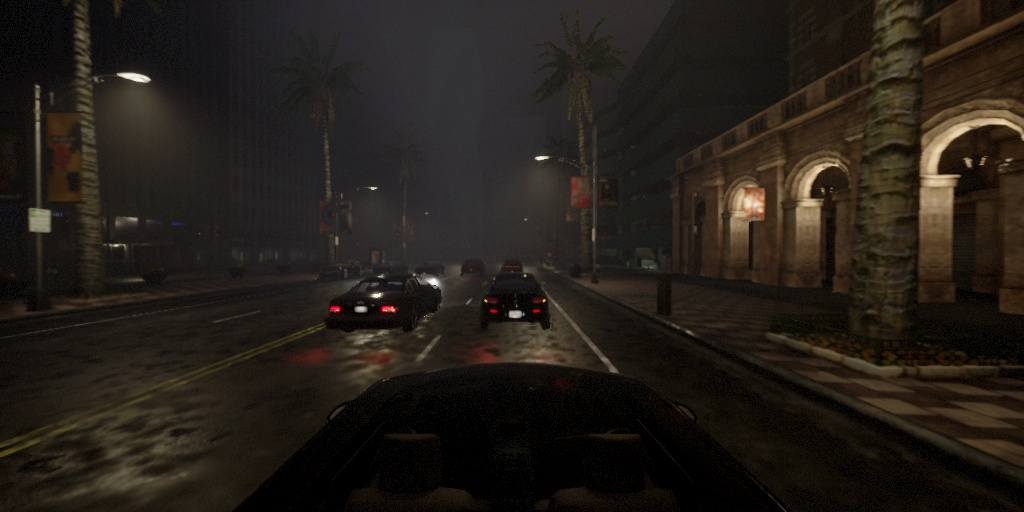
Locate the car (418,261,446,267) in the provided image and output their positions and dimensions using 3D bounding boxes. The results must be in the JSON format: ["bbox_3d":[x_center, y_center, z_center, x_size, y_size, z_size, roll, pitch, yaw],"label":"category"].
[{"bbox_3d":[-7.179,1.117,31.578,1.895,1.301,4.718,0,0,0],"label":"car"}]

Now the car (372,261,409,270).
[{"bbox_3d":[-10.679,1.123,31.786,1.895,1.301,4.718,0,0,0],"label":"car"}]

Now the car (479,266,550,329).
[{"bbox_3d":[0.065,1.200,10.834,1.812,1.442,4.674,0,0,0],"label":"car"}]

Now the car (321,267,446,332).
[{"bbox_3d":[-3.417,1.231,10.597,2.033,1.411,5.357,0,1,0],"label":"car"}]

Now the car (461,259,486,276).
[{"bbox_3d":[-3.485,0.975,32.950,1.882,1.535,5.008,0,0,0],"label":"car"}]

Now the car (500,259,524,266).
[{"bbox_3d":[0.019,1.008,31.401,1.837,1.490,4.892,0,0,0],"label":"car"}]
